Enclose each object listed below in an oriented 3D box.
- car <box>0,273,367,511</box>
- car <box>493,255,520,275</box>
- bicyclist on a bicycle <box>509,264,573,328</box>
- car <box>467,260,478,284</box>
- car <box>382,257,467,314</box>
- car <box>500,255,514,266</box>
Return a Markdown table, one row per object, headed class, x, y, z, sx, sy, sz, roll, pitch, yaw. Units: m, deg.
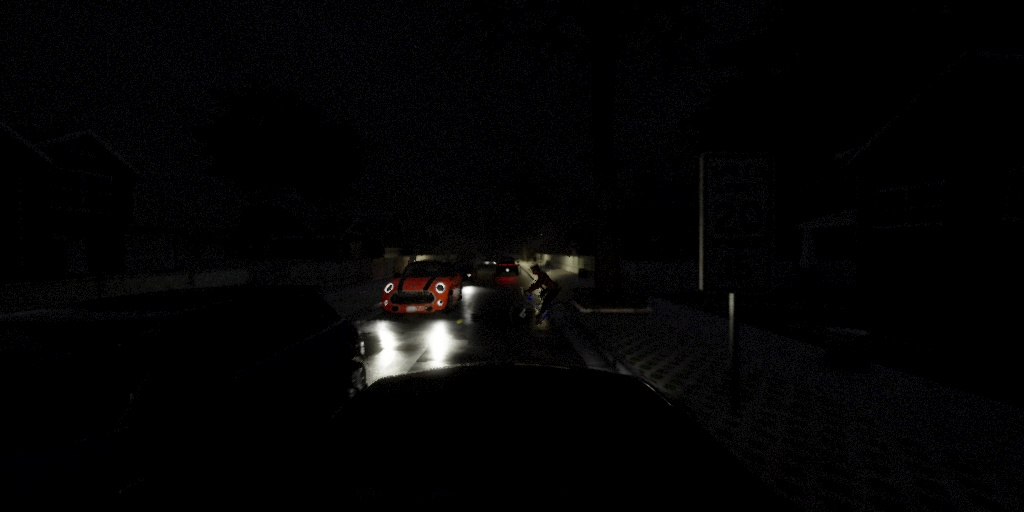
| class | x | y | z | sx | sy | sz | roll | pitch | yaw |
| --- | --- | --- | --- | --- | --- | --- | --- | --- | --- |
| car | -2.824 | 1.100 | 2.604 | 2.097 | 1.767 | 4.553 | 0 | 1 | -2 |
| car | -0.408 | 0.838 | 31.097 | 1.837 | 1.490 | 4.892 | 0 | 1 | -1 |
| bicyclist on a bicycle | 0.754 | 1.045 | 9.205 | 1.656 | 1.620 | 0.582 | 0 | 1 | -1 |
| car | -3.223 | 1.000 | 23.500 | 2.033 | 1.411 | 5.357 | 0 | 1 | -2 |
| car | -3.030 | 0.955 | 12.935 | 2.097 | 1.767 | 4.553 | 0 | 1 | -1 |
| car | -0.758 | 0.620 | 50.751 | 1.994 | 1.385 | 4.181 | 0 | 1 | -2 |
